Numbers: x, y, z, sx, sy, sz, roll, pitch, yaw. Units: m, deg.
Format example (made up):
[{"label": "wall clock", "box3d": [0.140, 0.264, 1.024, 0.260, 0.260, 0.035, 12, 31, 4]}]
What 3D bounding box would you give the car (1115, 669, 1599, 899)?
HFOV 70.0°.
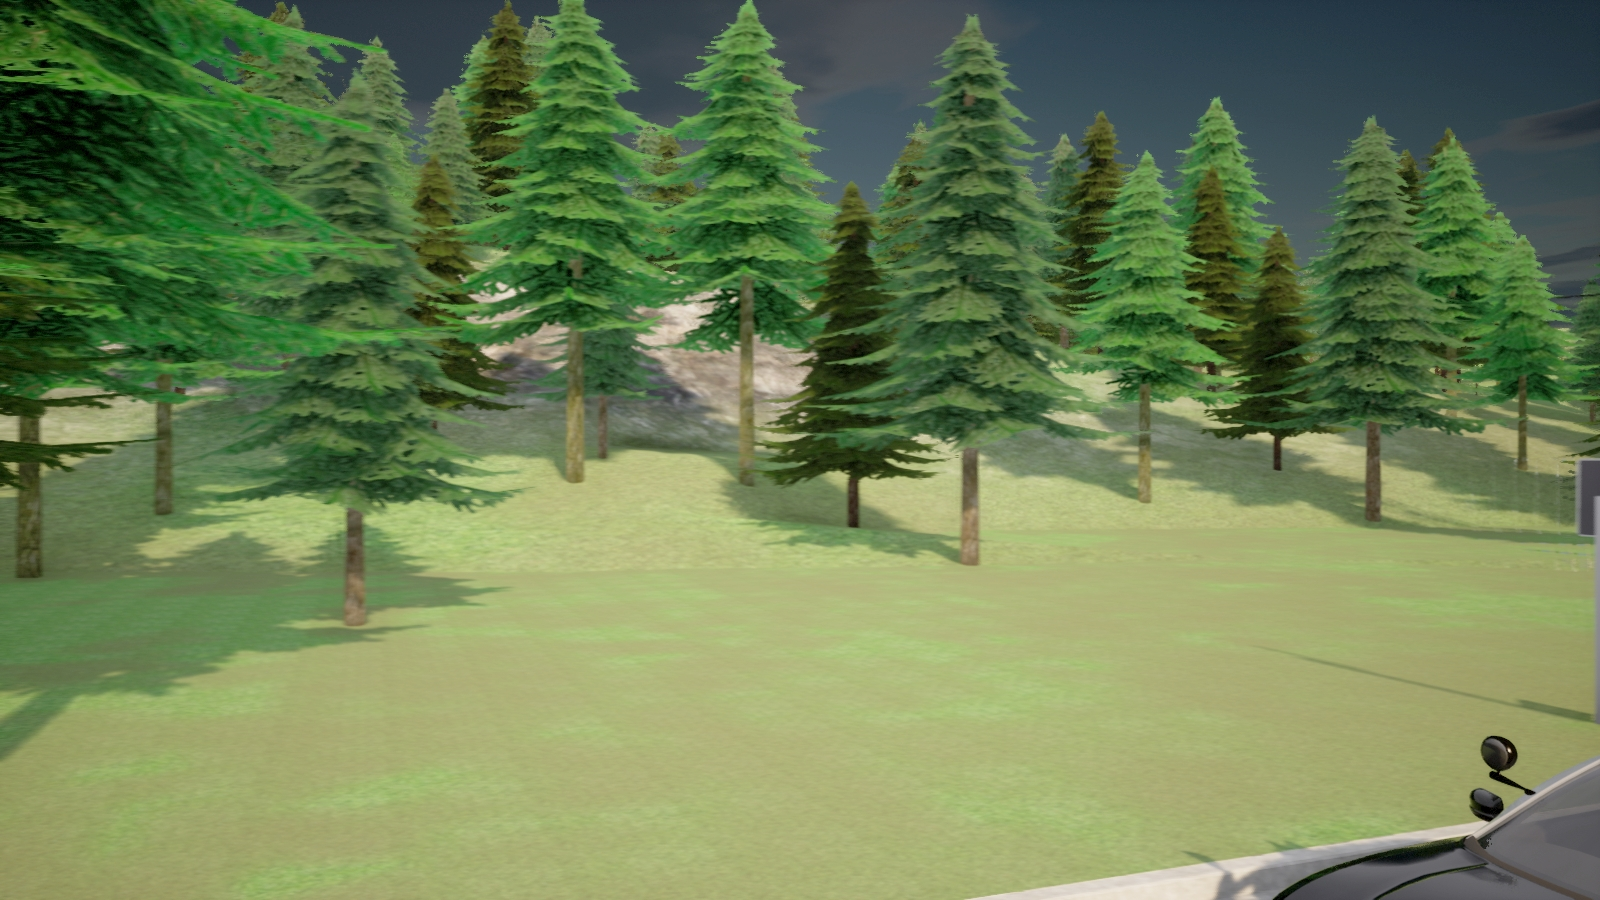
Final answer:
[{"label": "car", "box3d": [4.207, 1.982, 4.944, 5.238, 1.638, 2.097, 0, 0, -20]}]
